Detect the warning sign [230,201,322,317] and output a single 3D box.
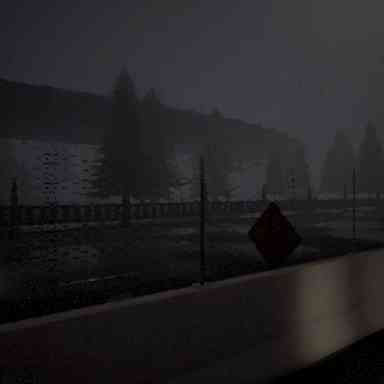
[{"bbox_3d":[1.546,1.115,6.262,1.060,1.860,1.300,0,0,-35],"label":"warning sign"}]
